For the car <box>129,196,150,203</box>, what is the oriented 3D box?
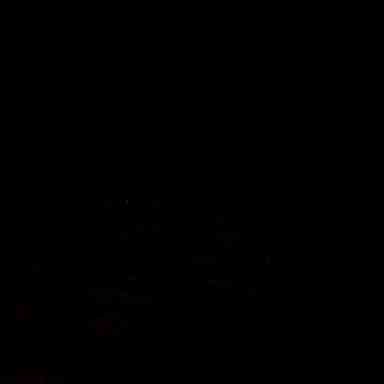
[{"bbox_3d":[-12.591,1.805,79.175,5.008,1.535,1.882,0,0,2],"label":"car"}]
